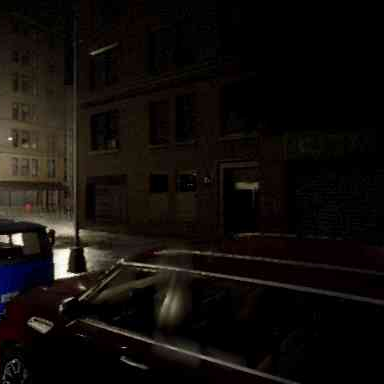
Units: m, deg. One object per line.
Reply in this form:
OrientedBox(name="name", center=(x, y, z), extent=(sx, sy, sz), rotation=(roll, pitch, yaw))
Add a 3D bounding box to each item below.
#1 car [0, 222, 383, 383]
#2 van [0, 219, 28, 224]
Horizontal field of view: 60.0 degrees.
OrientedBox(name="car", center=(0.258, 1.318, 2.898), extent=(5.009, 1.841, 2.192), rotation=(0, 0, 36))
OrientedBox(name="van", center=(-4.238, 1.353, 6.107), extent=(3.998, 1.788, 1.690), rotation=(0, 0, 36))
